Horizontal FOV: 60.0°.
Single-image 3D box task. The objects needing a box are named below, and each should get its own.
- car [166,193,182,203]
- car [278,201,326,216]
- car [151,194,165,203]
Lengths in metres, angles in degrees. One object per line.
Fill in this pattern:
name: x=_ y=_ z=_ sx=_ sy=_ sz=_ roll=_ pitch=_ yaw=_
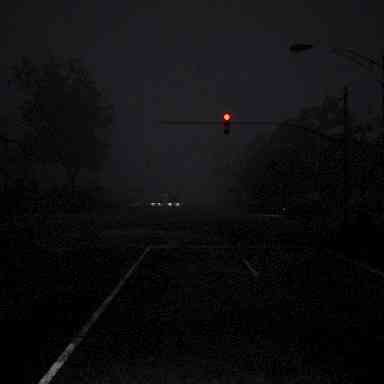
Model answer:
car: x=-3.714 y=1.267 z=68.833 sx=2.150 sy=2.045 sz=5.566 roll=0 pitch=0 yaw=-1
car: x=10.869 y=1.607 z=32.939 sx=4.674 sy=1.442 sz=1.812 roll=-1 pitch=0 yaw=-3
car: x=-7.207 y=1.583 z=68.620 sx=2.033 sy=1.411 sz=5.357 roll=0 pitch=0 yaw=-1
